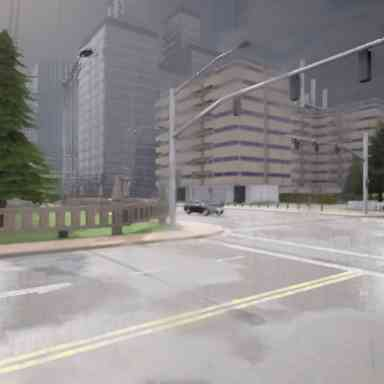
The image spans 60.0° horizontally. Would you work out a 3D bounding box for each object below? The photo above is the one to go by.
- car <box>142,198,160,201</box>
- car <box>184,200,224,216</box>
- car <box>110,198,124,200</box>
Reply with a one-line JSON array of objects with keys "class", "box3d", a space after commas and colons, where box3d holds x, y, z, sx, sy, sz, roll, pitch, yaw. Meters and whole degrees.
[{"class": "car", "box3d": [-4.830, 1.501, 40.935, 1.882, 1.535, 5.008, 0, 0, -36]}, {"class": "car", "box3d": [1.128, 1.515, 32.557, 2.128, 1.511, 4.902, 0, 0, -35]}, {"class": "car", "box3d": [-11.258, 1.500, 49.996, 1.882, 1.535, 5.008, 0, 0, -35]}]
